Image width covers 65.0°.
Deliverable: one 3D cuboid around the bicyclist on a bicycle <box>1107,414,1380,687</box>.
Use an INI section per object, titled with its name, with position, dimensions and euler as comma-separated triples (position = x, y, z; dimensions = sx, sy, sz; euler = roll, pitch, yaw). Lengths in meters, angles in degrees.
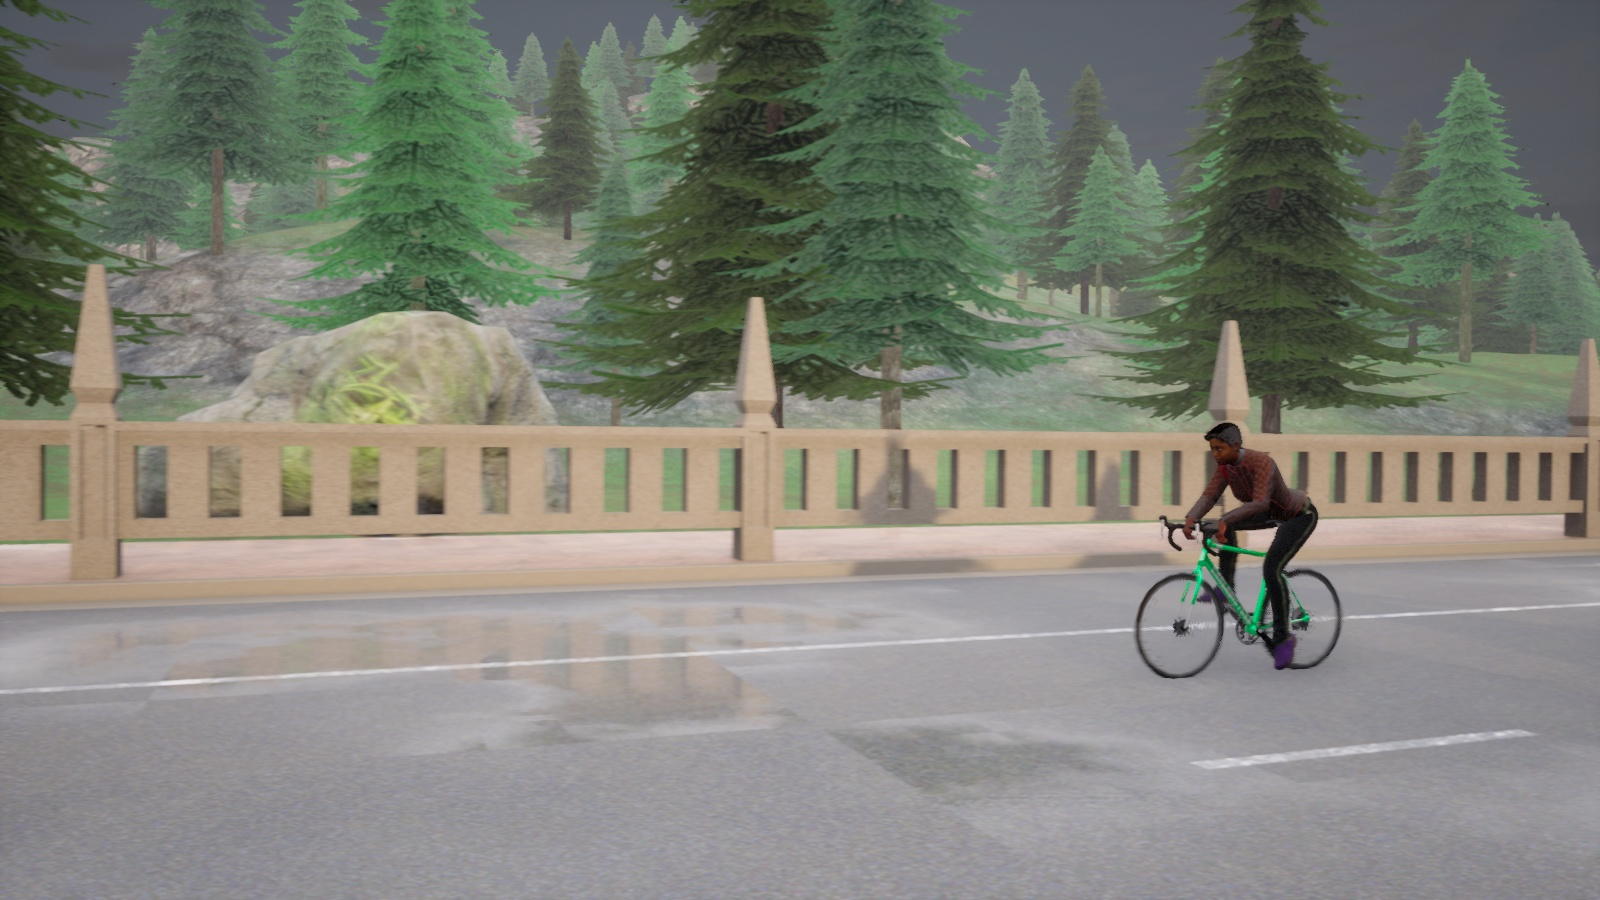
[bicyclist on a bicycle]
position = 2.854, 0.589, 8.066
dimensions = 1.656, 1.620, 0.582
euler = -1, 1, -21
